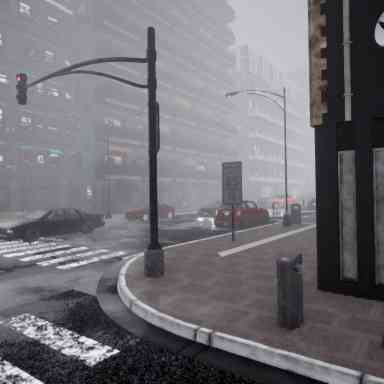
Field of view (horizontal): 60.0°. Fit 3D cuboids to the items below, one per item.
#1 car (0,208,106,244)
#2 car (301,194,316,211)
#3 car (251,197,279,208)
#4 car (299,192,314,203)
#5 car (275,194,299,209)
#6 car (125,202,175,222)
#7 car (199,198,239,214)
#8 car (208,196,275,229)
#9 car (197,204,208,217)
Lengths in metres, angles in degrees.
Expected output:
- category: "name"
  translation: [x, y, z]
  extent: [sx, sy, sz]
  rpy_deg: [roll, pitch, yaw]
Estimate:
- category: "car"
  translation: [-6.676, 1.488, 15.997]
  extent: [2.033, 1.411, 5.357]
  rpy_deg: [-1, 0, 32]
- category: "car"
  translation: [12.951, 1.195, 33.521]
  extent: [1.947, 1.339, 4.313]
  rpy_deg: [-1, 0, 36]
- category: "car"
  translation: [9.509, 1.310, 43.031]
  extent: [1.947, 1.339, 4.313]
  rpy_deg: [-1, 0, 36]
- category: "car"
  translation: [19.503, 0.930, 56.772]
  extent: [2.192, 1.841, 5.009]
  rpy_deg: [-1, 0, 36]
- category: "car"
  translation: [10.866, 1.056, 40.466]
  extent: [2.097, 1.767, 4.553]
  rpy_deg: [-1, 0, 36]
- category: "car"
  translation: [-3.175, 1.458, 25.755]
  extent: [1.887, 1.381, 4.507]
  rpy_deg: [-1, 0, 36]
- category: "car"
  translation: [2.843, 1.383, 33.870]
  extent: [2.008, 1.369, 4.403]
  rpy_deg: [-1, 0, 36]
- category: "car"
  translation: [3.042, 1.200, 19.717]
  extent: [1.967, 1.590, 4.097]
  rpy_deg: [-1, 0, 36]
- category: "car"
  translation: [2.652, 1.361, 29.213]
  extent: [2.033, 1.411, 5.357]
  rpy_deg: [-1, 0, 36]
